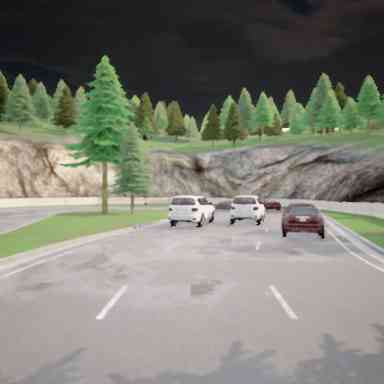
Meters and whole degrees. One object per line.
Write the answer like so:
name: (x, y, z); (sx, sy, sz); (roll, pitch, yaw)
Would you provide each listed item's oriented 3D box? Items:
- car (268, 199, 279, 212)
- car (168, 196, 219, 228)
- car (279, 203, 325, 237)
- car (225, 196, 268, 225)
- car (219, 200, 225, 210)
car: (8.845, 1.586, 40.744); (1.882, 1.535, 5.008); (1, 0, -17)
car: (0.071, 1.281, 23.223); (2.150, 2.045, 5.566); (0, 0, 16)
car: (6.061, 1.403, 18.547); (2.097, 1.767, 4.553); (0, 0, 15)
car: (4.241, 1.288, 25.070); (2.150, 2.045, 5.566); (0, 0, 16)
car: (4.492, 1.674, 41.874); (1.994, 1.385, 4.181); (0, 0, -27)
